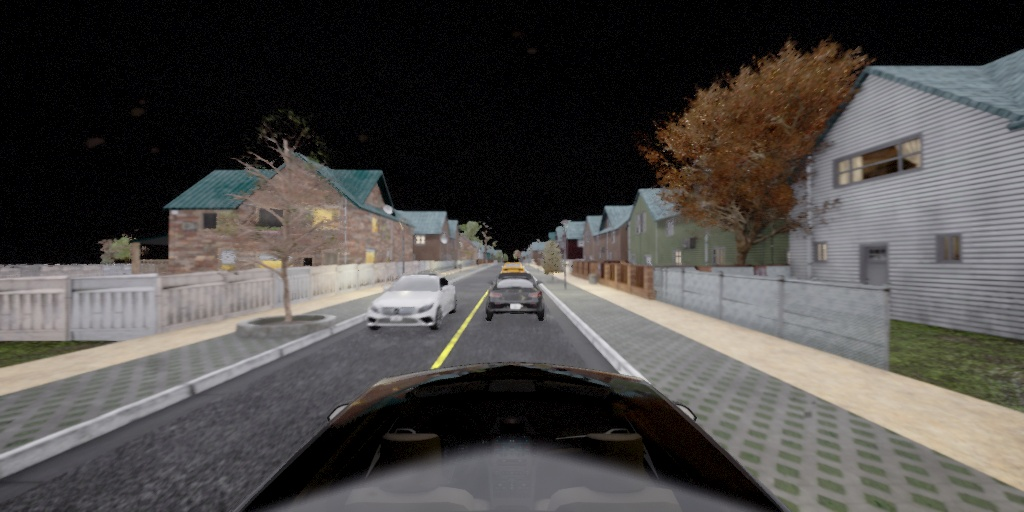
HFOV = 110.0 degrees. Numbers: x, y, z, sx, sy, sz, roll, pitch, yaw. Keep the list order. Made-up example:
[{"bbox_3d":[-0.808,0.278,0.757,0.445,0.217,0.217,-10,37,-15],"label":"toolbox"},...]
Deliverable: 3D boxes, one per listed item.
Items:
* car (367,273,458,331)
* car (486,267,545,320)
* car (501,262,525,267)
[{"bbox_3d":[-2.844,1.286,11.164,1.812,1.442,4.674,0,0,0],"label":"car"},{"bbox_3d":[0.101,1.288,12.559,1.812,1.442,4.674,0,0,0],"label":"car"},{"bbox_3d":[0.104,1.283,30.916,1.882,1.535,5.008,0,0,0],"label":"car"}]
